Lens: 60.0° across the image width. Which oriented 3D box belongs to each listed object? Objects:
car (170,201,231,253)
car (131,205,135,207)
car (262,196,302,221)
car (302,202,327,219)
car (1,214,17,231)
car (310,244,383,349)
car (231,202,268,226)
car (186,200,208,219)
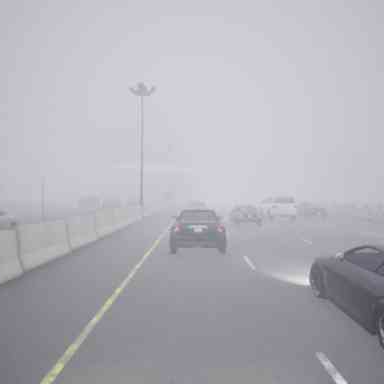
[{"bbox_3d":[0.248,1.395,14.009,2.097,1.767,4.553,0,0,1],"label":"car"},{"bbox_3d":[-9.884,1.718,57.895,2.097,1.767,4.553,0,-1,1],"label":"car"},{"bbox_3d":[7.420,1.351,28.909,2.150,2.045,5.566,0,0,1],"label":"car"},{"bbox_3d":[10.927,1.683,30.772,1.812,1.442,4.674,0,0,0],"label":"car"},{"bbox_3d":[-10.425,1.516,16.440,1.812,1.442,4.674,0,0,1],"label":"car"},{"bbox_3d":[3.647,1.603,5.915,1.994,1.385,4.181,0,0,1],"label":"car"},{"bbox_3d":[3.867,1.643,24.533,2.033,1.411,5.357,0,0,1],"label":"car"},{"bbox_3d":[0.448,1.578,31.452,1.882,1.535,5.008,0,0,1],"label":"car"}]
